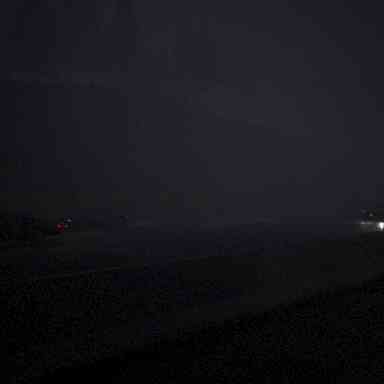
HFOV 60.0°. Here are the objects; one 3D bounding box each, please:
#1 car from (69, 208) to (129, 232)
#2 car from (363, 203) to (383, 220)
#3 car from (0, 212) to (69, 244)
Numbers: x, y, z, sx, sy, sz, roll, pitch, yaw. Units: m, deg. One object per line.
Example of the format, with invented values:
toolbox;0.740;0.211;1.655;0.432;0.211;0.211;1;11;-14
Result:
car;-6.167;1.694;21.141;4.181;1.385;1.994;0;-1;-36
car;16.957;1.723;29.279;4.892;1.490;1.837;1;-1;-36
car;-8.715;1.633;14.971;5.357;1.411;2.033;0;0;-36
